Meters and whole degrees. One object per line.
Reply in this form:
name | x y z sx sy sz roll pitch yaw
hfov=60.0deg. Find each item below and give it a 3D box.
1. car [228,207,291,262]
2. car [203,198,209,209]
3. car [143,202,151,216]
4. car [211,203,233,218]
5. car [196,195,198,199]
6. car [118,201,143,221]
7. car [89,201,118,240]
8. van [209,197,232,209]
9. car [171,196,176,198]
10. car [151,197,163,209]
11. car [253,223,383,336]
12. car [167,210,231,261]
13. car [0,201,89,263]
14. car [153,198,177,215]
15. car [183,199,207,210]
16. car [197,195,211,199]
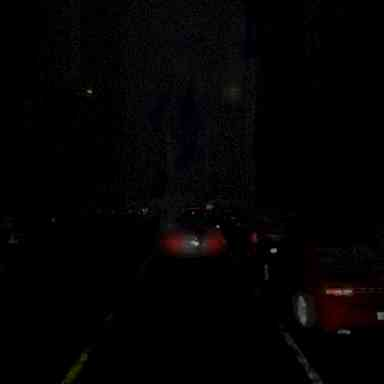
car | 2.674 1.530 12.468 1.967 1.590 4.097 0 0 0
car | 2.693 1.898 46.507 1.752 1.417 4.829 0 -1 1
car | -5.839 1.706 35.043 1.967 1.590 4.097 0 0 0
car | 2.680 1.739 23.745 1.947 1.339 4.313 0 0 0
car | 2.719 2.199 91.412 1.967 1.590 4.097 0 0 0
car | -5.842 1.659 29.405 1.967 1.590 4.097 0 0 0
car | -5.848 1.446 18.126 2.192 1.841 5.009 0 0 0
van | 2.682 1.559 29.385 1.690 1.788 3.998 0 -1 0
car | -5.810 2.299 85.800 1.802 1.307 4.206 0 0 0
car | -5.837 1.947 51.758 1.752 1.417 4.829 0 -1 1
car | 2.671 1.594 6.828 1.887 1.381 4.507 0 0 0
car | 0.091 1.638 12.580 2.033 1.411 5.357 0 0 0
car | -5.851 1.405 12.487 2.192 1.841 5.009 0 0 0
car | -3.074 1.779 39.014 1.882 1.535 5.008 0 0 0
car | 0.112 1.737 32.637 2.128 1.511 4.902 0 0 0
car | 2.426 1.702 57.074 2.150 2.045 5.566 0 -1 0
